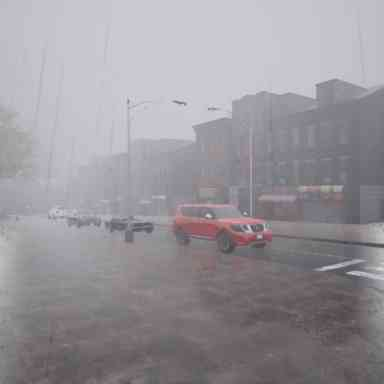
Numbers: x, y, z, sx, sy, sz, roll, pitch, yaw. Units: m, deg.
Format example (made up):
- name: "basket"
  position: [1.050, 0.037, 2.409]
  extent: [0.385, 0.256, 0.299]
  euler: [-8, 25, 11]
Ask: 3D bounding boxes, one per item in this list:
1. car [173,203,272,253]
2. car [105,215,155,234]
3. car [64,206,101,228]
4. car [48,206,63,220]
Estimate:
- name: "car"
  position: [1.182, 1.565, 15.849]
  extent: [2.150, 2.045, 5.566]
  euler: [0, -2, -35]
- name: "car"
  position: [-4.532, 2.290, 23.854]
  extent: [1.895, 1.301, 4.718]
  euler: [0, -2, -36]
- name: "car"
  position: [-10.464, 2.440, 32.182]
  extent: [2.097, 1.767, 4.553]
  euler: [0, -2, -35]
- name: "car"
  position: [-20.634, 3.198, 51.508]
  extent: [2.150, 2.045, 5.566]
  euler: [0, -2, -35]
